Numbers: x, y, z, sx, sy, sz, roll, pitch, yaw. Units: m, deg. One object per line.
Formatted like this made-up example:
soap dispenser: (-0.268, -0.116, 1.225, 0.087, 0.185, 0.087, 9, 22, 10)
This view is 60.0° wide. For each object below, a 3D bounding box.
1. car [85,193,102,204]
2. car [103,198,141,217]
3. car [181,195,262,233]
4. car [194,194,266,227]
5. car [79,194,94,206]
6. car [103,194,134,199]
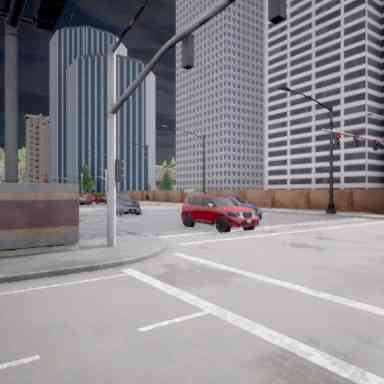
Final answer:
car: (-19.163, 1.222, 61.829, 2.150, 2.045, 5.566, 0, 0, -35)
car: (-6.407, 1.564, 31.239, 1.994, 1.385, 4.181, 0, 0, -35)
car: (1.469, 1.221, 20.063, 2.150, 2.045, 5.566, 0, 0, -35)
car: (2.610, 1.221, 24.524, 2.150, 2.045, 5.566, 0, 0, -35)
car: (-18.118, 1.498, 54.099, 1.882, 1.535, 5.008, 0, 0, -35)
car: (-8.380, 1.224, 40.118, 2.150, 2.045, 5.566, 0, 0, -35)
